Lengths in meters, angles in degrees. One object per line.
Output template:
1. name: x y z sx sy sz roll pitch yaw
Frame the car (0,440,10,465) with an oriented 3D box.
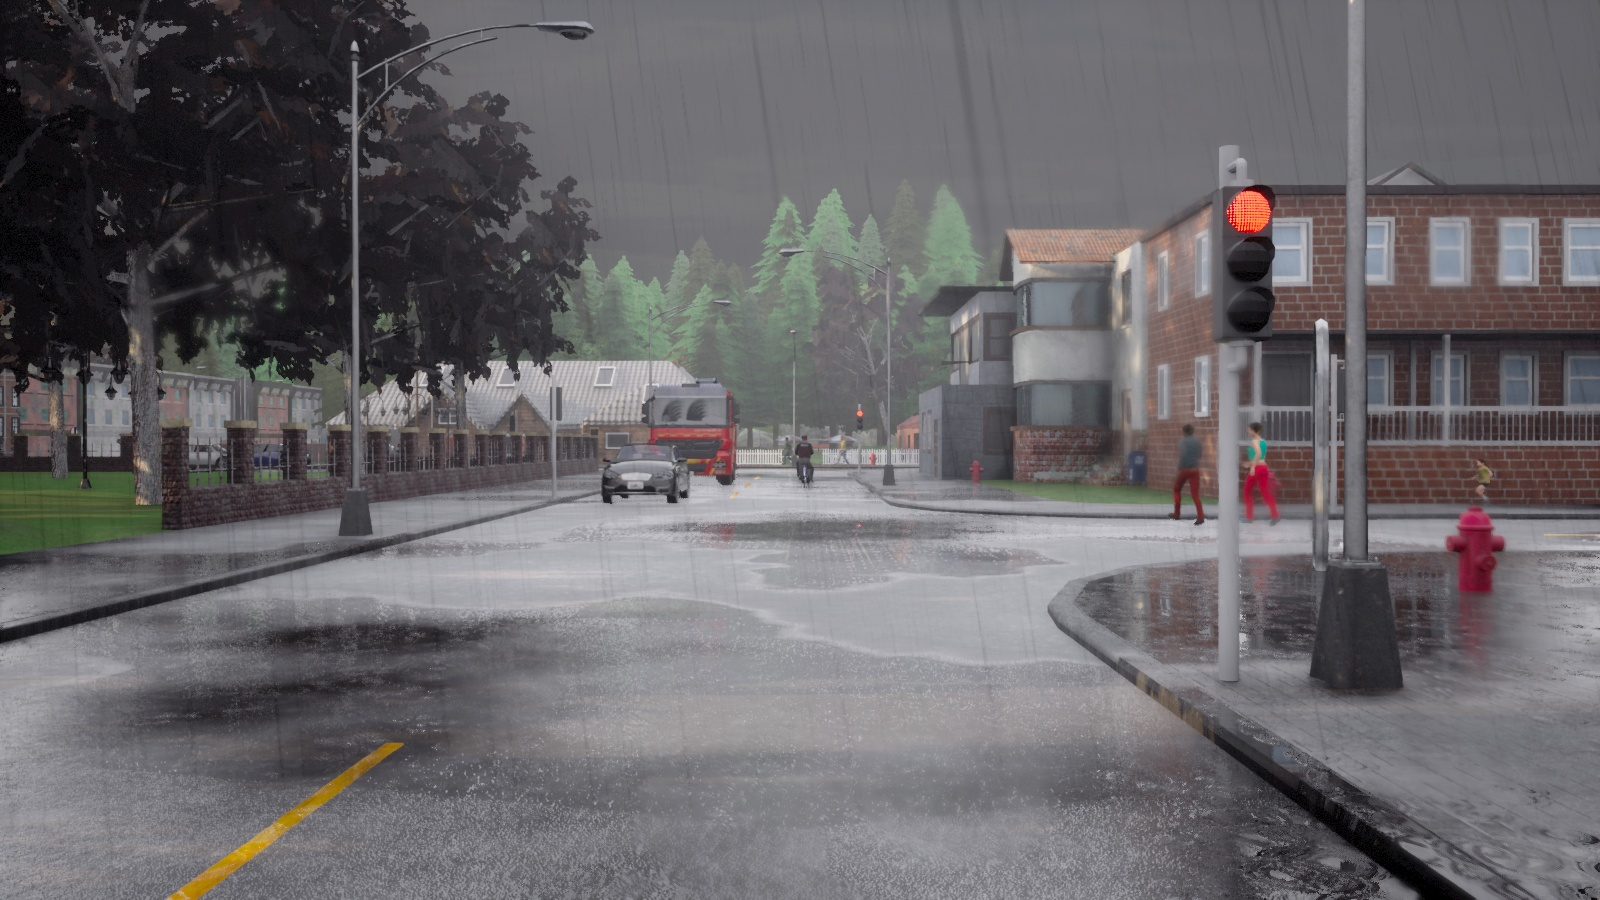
1. car: -53.049 0.181 80.277 2.033 1.649 4.856 0 0 0

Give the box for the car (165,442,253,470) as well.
1. car: -31.765 0.305 67.616 3.806 1.475 1.970 0 0 -1

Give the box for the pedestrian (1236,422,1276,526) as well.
1. pedestrian: 8.178 0.416 22.524 0.345 1.836 0.594 0 0 -34

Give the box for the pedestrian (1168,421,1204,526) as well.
1. pedestrian: 6.944 0.414 22.578 0.353 1.847 0.614 0 0 -13

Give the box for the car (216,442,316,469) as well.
1. car: -30.423 0.317 71.664 4.792 1.488 2.163 0 0 0

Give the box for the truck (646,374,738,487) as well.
1. truck: -3.861 -0.684 46.583 2.891 3.827 8.468 0 0 -1

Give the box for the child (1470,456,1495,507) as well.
1. child: 14.962 0.693 27.535 0.394 1.110 0.255 0 0 -3

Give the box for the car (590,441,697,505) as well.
1. car: -3.887 0.519 32.026 2.128 1.511 4.902 0 0 0
